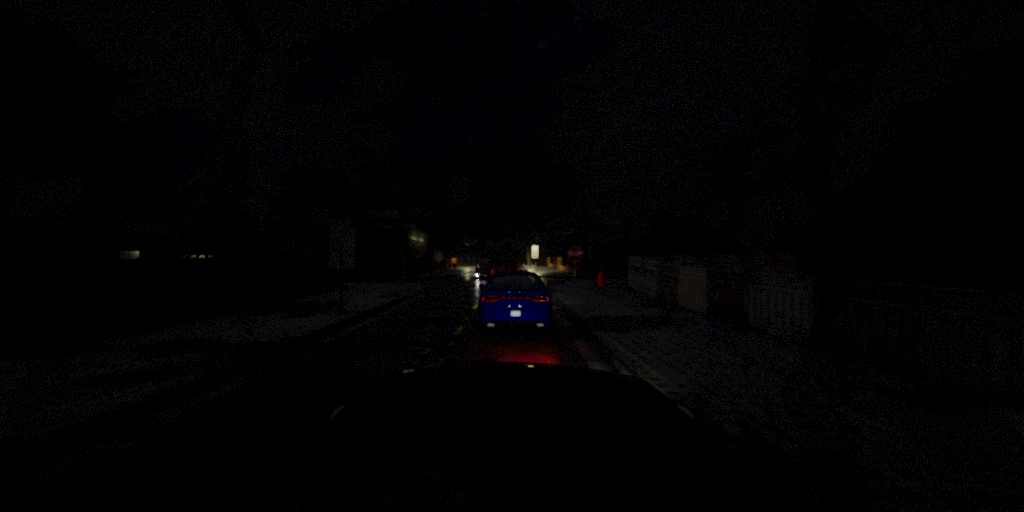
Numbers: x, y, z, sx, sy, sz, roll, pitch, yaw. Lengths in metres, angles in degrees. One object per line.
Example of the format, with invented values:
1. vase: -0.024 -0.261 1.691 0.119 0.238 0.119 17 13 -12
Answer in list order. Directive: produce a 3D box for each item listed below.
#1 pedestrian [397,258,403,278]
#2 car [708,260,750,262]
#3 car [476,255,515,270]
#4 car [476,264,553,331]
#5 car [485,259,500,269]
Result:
1. pedestrian: -9.701 0.980 31.108 0.375 1.860 0.375 0 -1 1
2. car: 16.282 0.773 27.883 4.553 1.767 2.097 -1 -2 1
3. car: -0.826 0.973 23.331 2.097 1.767 4.553 -1 0 -12
4. car: 0.080 1.167 10.749 1.882 1.535 5.008 0 0 0
5. car: -2.907 1.141 54.365 1.994 1.385 4.181 0 0 0
